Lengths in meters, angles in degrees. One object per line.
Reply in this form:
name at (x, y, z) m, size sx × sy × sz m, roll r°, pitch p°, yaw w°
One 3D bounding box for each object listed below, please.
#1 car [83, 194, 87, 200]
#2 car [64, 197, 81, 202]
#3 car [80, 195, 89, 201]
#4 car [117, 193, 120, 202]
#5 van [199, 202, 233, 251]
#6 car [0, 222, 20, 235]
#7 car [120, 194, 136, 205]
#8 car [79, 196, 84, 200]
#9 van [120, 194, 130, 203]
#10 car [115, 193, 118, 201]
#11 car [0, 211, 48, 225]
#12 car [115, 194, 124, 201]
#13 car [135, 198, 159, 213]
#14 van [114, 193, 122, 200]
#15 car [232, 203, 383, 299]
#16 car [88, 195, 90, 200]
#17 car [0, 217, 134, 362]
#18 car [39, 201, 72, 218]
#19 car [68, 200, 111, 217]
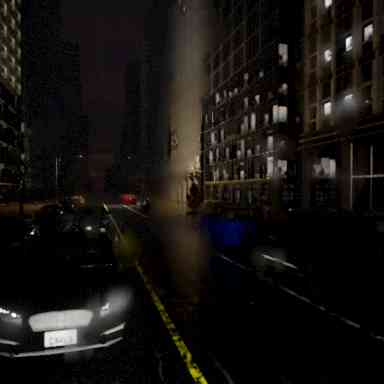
car at (-17.358, 1.420, 50.028) m, size 1.967 × 1.590 × 4.097 m, roll -1°, pitch 0°, yaw -16°
car at (-12.697, 1.538, 33.626) m, size 2.008 × 1.369 × 4.403 m, roll -1°, pitch 0°, yaw -16°
car at (-26.676, 1.513, 82.832) m, size 2.008 × 1.369 × 4.403 m, roll -1°, pitch 0°, yaw -16°
car at (-12.404, 1.288, 63.253) m, size 2.192 × 1.841 × 5.009 m, roll -1°, pitch 0°, yaw -16°
van at (1.575, 1.336, 14.047) m, size 1.690 × 1.788 × 3.998 m, roll -1°, pitch 0°, yaw -16°
car at (-4.932, 1.548, 6.290) m, size 2.008 × 1.369 × 4.403 m, roll -1°, pitch 0°, yaw -16°
car at (-10.851, 1.291, 57.785) m, size 2.192 × 1.841 × 5.009 m, roll -1°, pitch 0°, yaw -16°
car at (-15.804, 1.564, 44.561) m, size 1.802 × 1.307 × 4.206 m, roll -1°, pitch 0°, yaw -16°
van at (-13.957, 1.312, 68.720) m, size 1.690 × 1.788 × 3.998 m, roll -1°, pitch 0°, yaw -16°
car at (-15.509, 1.408, 74.188) m, size 1.967 × 1.590 × 4.097 m, roll -1°, pitch 0°, yaw -16°
car at (-6.484, 1.578, 11.757) m, size 1.802 × 1.307 × 4.206 m, roll -1°, pitch 0°, yaw -16°
car at (-18.616, 1.401, 85.122) m, size 1.967 × 1.590 × 4.097 m, roll -1°, pitch 0°, yaw -16°
car at (-4.636, 1.537, 35.916) m, size 2.008 × 1.369 × 4.403 m, roll -1°, pitch 0°, yaw -16°
van at (-20.170, 1.299, 90.588) m, size 1.690 × 1.788 × 3.998 m, roll -1°, pitch 0°, yaw -16°
car at (3.128, 1.312, 8.579) m, size 2.192 × 1.841 × 5.009 m, roll -1°, pitch 0°, yaw -16°
car at (-23.570, 1.535, 71.898) m, size 1.947 × 1.339 × 4.313 m, roll -1°, pitch 0°, yaw -16°
car at (-2.249, 1.489, 6.347) m, size 2.128 × 1.511 × 4.902 m, roll 0°, pitch 0°, yaw -16°
car at (-9.591, 1.542, 22.692) m, size 2.008 × 1.369 × 4.403 m, roll -1°, pitch 0°, yaw -16°
car at (-5.671, 1.471, 18.773) m, size 1.882 × 1.535 × 5.008 m, roll 0°, pitch 0°, yaw -16°
